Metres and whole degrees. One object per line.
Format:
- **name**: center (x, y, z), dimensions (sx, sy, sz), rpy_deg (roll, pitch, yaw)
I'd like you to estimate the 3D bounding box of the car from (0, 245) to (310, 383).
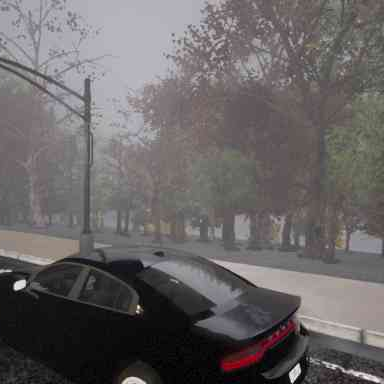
- **car**: center (-1.056, 1.477, 4.495), dimensions (5.008, 1.535, 1.882), rpy_deg (0, 0, 36)
